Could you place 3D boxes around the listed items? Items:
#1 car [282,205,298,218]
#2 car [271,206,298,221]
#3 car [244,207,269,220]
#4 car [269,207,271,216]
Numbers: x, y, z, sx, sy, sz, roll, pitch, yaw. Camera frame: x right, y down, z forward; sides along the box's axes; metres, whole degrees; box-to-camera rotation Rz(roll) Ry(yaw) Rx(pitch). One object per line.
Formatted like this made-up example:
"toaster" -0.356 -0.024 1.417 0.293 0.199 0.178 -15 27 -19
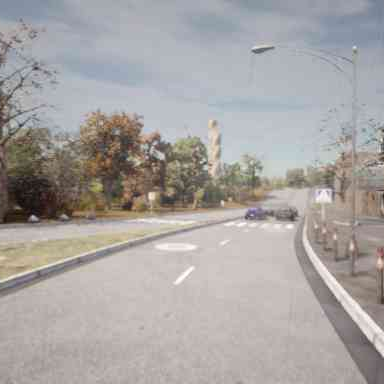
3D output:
"car" 13.910 2.712 46.946 1.882 1.535 5.008 1 -1 20
"car" 10.466 2.410 37.167 2.128 1.511 4.902 1 -1 20
"car" 7.167 2.376 37.602 1.812 1.442 4.674 1 -1 19
"car" 10.695 2.775 47.609 1.895 1.301 4.718 1 -1 20
